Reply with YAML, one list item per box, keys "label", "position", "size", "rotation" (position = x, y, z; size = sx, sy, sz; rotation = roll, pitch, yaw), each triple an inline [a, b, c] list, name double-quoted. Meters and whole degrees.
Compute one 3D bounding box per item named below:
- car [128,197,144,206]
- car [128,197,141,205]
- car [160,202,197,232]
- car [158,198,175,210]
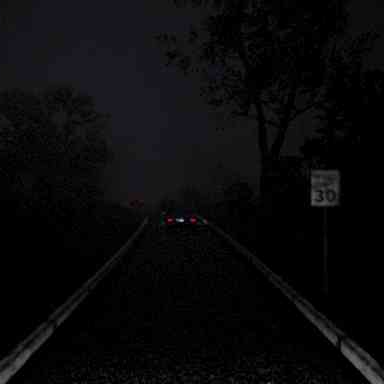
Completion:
- label: "car"
  position: [-8.874, 1.535, 53.256]
  size: [1.812, 1.442, 4.674]
  rotation: [0, 0, -12]
- label: "car"
  position: [-10.576, 1.573, 61.023]
  size: [1.994, 1.385, 4.181]
  rotation: [0, 0, -14]
- label: "car"
  position: [-0.755, 1.552, 20.108]
  size: [2.033, 1.411, 5.357]
  rotation: [0, 0, -5]
- label: "car"
  position: [-3.061, 1.501, 40.177]
  size: [2.128, 1.511, 4.902]
  rotation: [0, 0, -8]
